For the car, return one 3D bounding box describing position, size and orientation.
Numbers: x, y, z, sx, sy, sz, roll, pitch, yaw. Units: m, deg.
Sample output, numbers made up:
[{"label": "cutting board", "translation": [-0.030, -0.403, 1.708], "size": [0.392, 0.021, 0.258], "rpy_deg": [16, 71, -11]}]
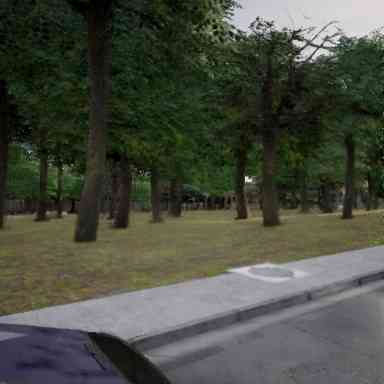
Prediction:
[{"label": "car", "translation": [-2.001, 1.561, 1.614], "size": [4.181, 1.385, 1.994], "rpy_deg": [0, 0, -35]}]
